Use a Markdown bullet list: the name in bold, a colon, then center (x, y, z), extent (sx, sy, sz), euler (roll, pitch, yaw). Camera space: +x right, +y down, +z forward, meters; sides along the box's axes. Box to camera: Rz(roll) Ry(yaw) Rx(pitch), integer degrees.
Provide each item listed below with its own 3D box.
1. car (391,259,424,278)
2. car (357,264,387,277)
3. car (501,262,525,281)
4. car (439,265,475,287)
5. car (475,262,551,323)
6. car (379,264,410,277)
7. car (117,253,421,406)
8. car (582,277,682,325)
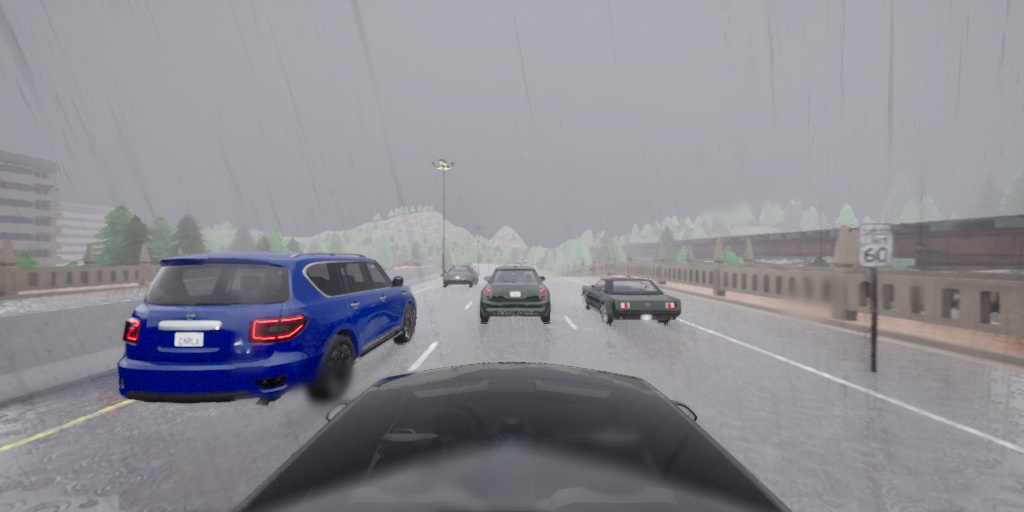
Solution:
- **car**: center (-10.600, 1.274, 36.742), extent (2.097, 1.767, 4.553), euler (0, -2, 0)
- **car**: center (-17.591, 1.874, 45.324), extent (1.837, 1.490, 4.892), euler (0, -4, 0)
- **car**: center (0.093, 1.251, 30.526), extent (1.882, 1.535, 5.008), euler (0, -1, 0)
- **car**: center (-3.405, 1.315, 24.428), extent (1.994, 1.385, 4.181), euler (0, 0, 0)
- **car**: center (0.097, 1.102, 12.273), extent (2.097, 1.767, 4.553), euler (0, 0, 0)
- **car**: center (-14.093, 1.789, 43.352), extent (2.033, 1.411, 5.357), euler (0, -3, 0)
- **car**: center (-3.401, 0.972, 6.460), extent (2.150, 2.045, 5.566), euler (0, 0, 0)
- **car**: center (3.598, 1.351, 11.807), extent (1.895, 1.301, 4.718), euler (0, 0, 0)
